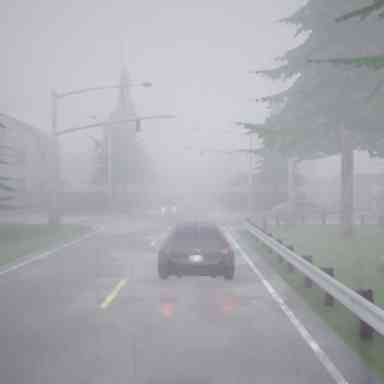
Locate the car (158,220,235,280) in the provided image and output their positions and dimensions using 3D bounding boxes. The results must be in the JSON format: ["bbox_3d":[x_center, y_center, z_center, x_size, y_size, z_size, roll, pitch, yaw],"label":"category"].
[{"bbox_3d":[0.130,1.529,9.887,1.994,1.385,4.181,0,0,1],"label":"car"}]

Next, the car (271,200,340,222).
[{"bbox_3d":[8.507,1.385,25.017,5.008,1.535,1.882,0,-1,1],"label":"car"}]

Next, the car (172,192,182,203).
[{"bbox_3d":[-3.035,1.001,63.806,2.150,2.045,5.566,0,0,1],"label":"car"}]

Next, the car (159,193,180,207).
[{"bbox_3d":[-3.218,1.304,48.005,1.882,1.535,5.008,0,0,1],"label":"car"}]
